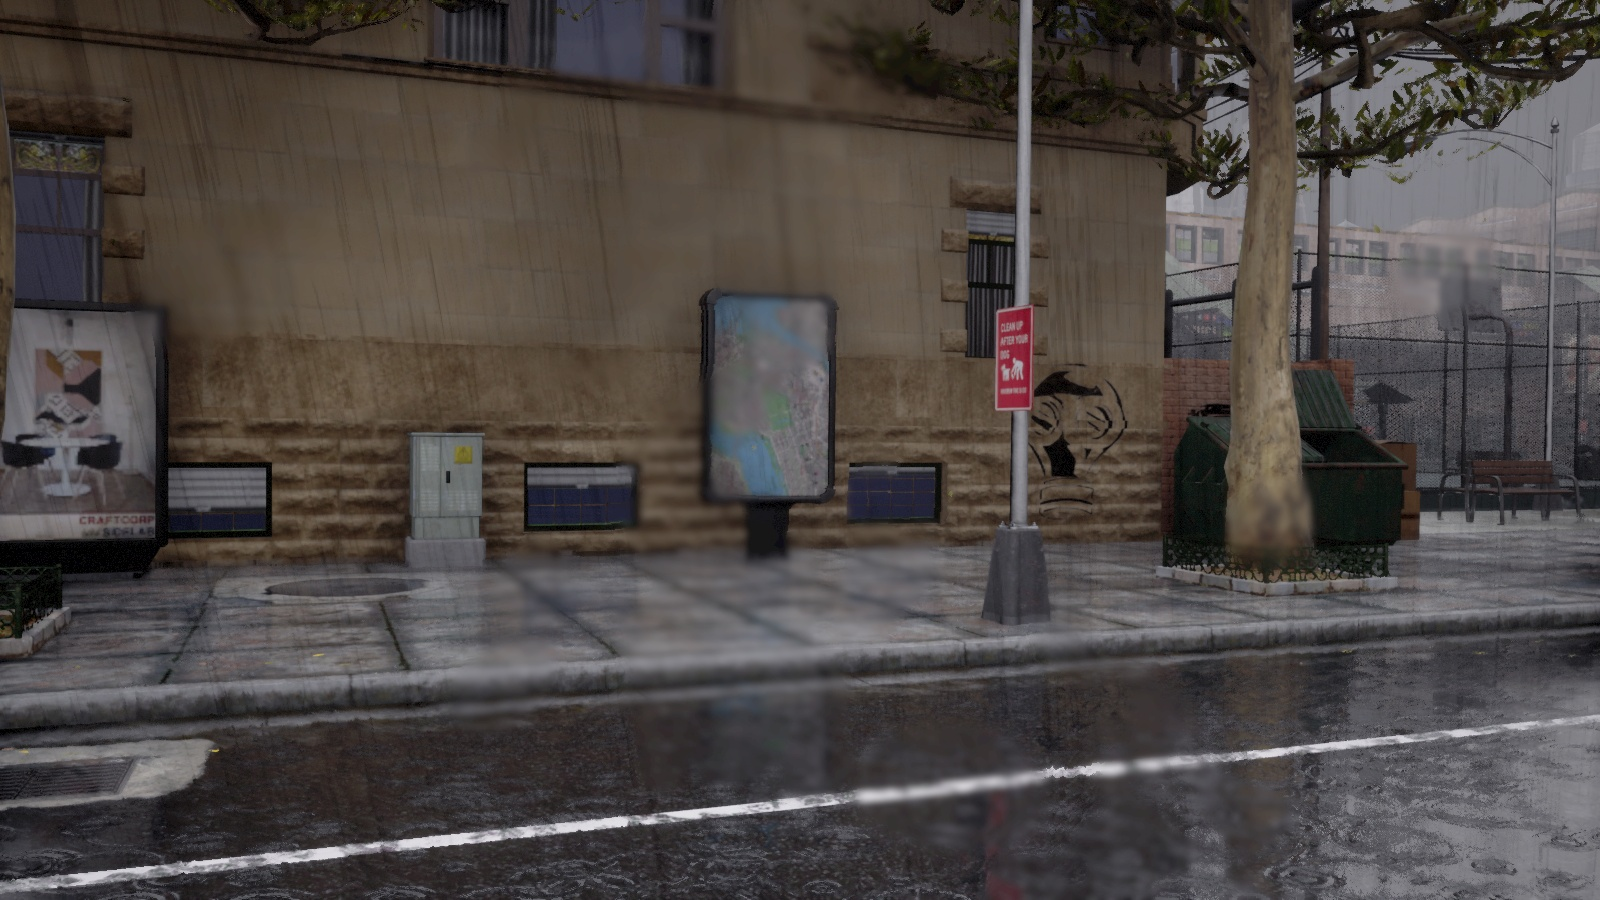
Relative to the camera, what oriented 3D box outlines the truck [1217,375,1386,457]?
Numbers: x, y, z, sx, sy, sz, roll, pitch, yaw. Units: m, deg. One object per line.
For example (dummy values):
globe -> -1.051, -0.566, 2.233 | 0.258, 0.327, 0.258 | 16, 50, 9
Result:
truck -> 24.810, -1.656, 62.752 | 2.891, 3.827, 8.468 | -1, 1, -20
